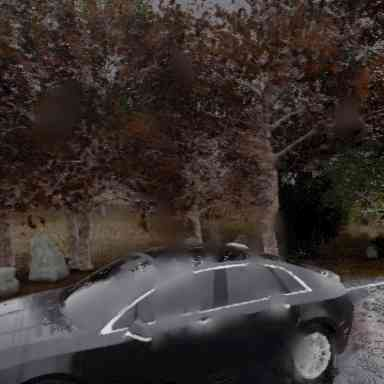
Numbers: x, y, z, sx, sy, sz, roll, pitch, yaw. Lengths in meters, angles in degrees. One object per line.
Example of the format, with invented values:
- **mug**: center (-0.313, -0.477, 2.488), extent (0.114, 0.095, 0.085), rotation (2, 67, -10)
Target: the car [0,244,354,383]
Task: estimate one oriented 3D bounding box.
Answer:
- **car**: center (-0.221, 1.479, 4.052), extent (4.892, 1.490, 1.837), rotation (1, 0, -26)
